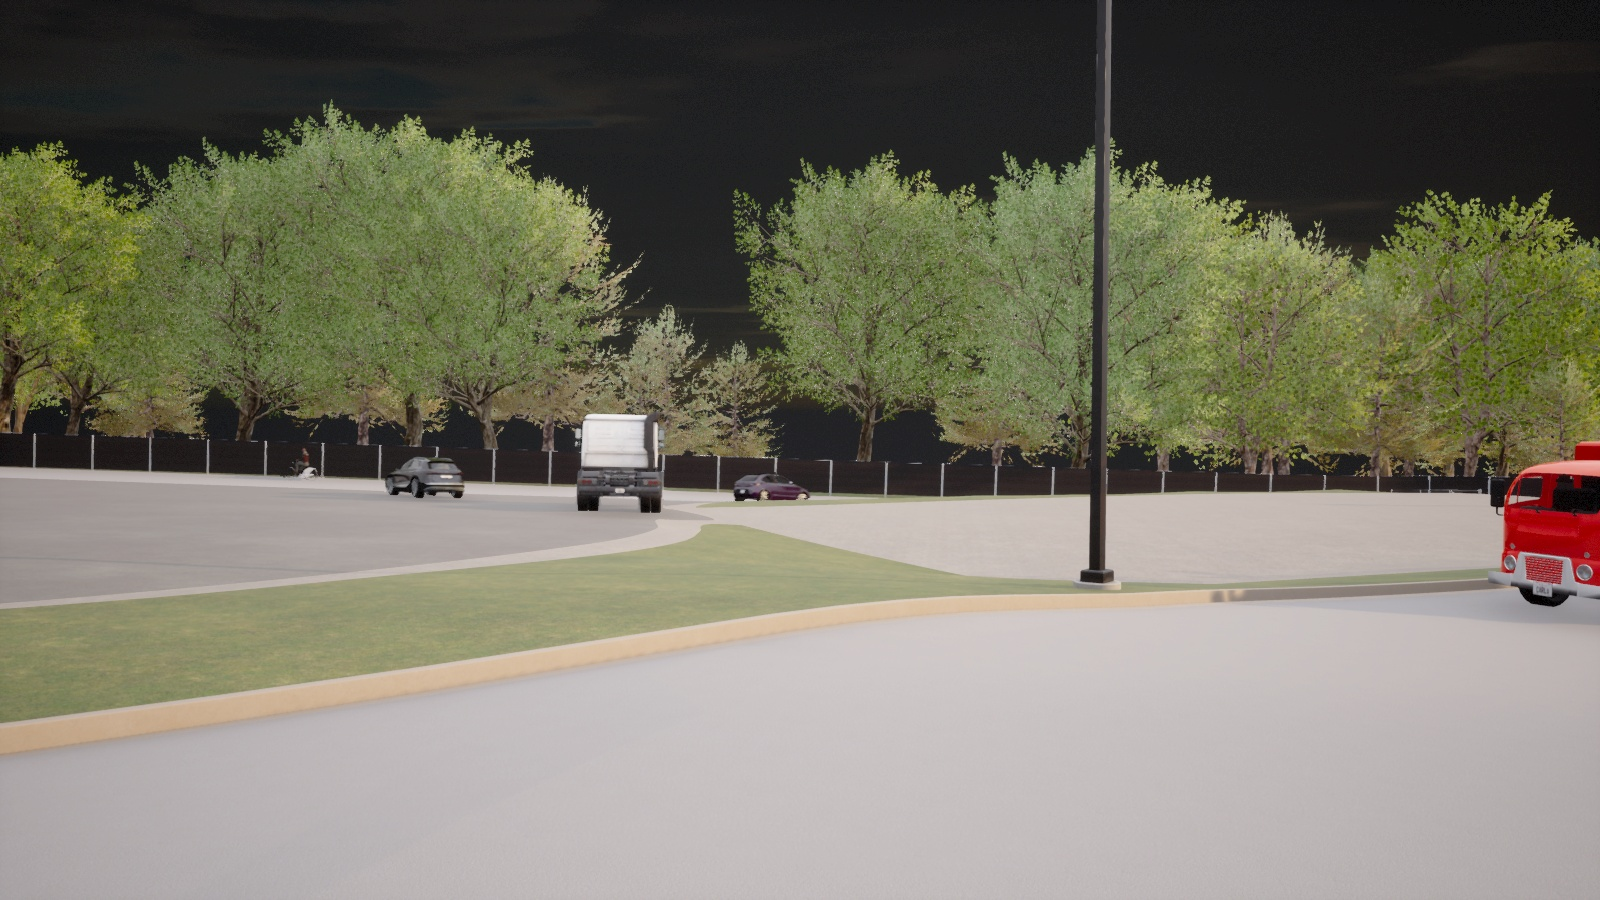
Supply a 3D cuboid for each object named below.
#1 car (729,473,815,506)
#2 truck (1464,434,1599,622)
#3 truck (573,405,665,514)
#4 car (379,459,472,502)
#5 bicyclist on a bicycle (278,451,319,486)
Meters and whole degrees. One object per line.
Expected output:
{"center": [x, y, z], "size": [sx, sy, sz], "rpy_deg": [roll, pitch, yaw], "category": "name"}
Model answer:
{"center": [-1.338, 1.942, 61.573], "size": [1.816, 1.474, 4.193], "rpy_deg": [-1, -4, 42], "category": "car"}
{"center": [12.800, 1.018, 18.329], "size": [5.204, 2.467, 2.627], "rpy_deg": [0, 2, -20], "category": "truck"}
{"center": [-6.328, 0.369, 43.974], "size": [2.891, 3.462, 7.936], "rpy_deg": [1, -1, -8], "category": "truck"}
{"center": [-15.355, 1.225, 51.356], "size": [2.033, 1.649, 4.856], "rpy_deg": [2, -1, -37], "category": "car"}
{"center": [-26.580, 0.984, 66.587], "size": [1.843, 1.776, 0.659], "rpy_deg": [2, 2, 0], "category": "bicyclist on a bicycle"}
